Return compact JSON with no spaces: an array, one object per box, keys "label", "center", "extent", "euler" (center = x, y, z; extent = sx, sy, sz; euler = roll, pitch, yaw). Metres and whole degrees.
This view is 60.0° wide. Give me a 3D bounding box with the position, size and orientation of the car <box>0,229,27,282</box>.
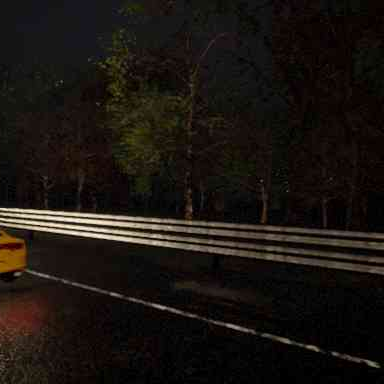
[{"label":"car","center":[-6.205,1.455,8.461],"extent":[5.008,1.535,1.882],"euler":[-1,-1,36]}]
